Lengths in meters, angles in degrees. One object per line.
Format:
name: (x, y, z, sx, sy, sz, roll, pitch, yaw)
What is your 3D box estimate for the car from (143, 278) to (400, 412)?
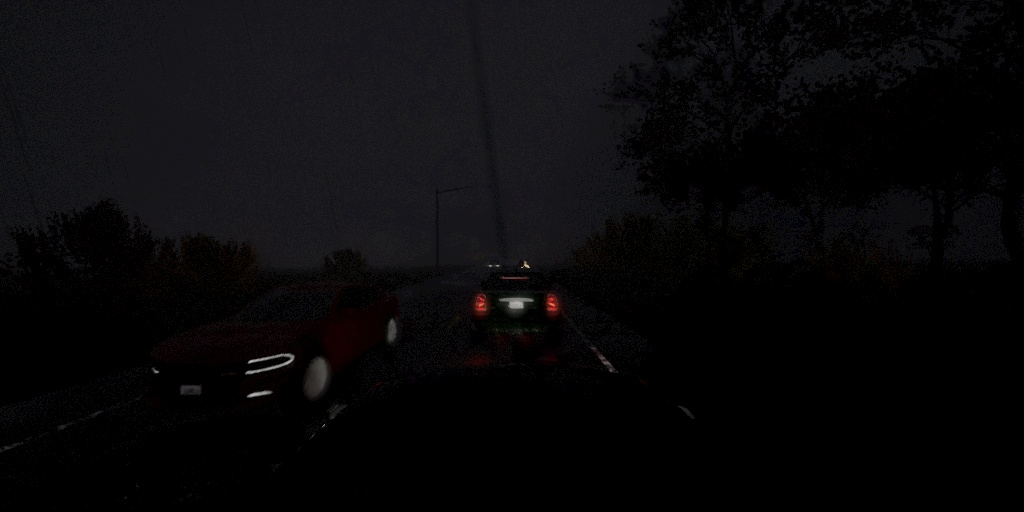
car: (-3.595, 1.226, 6.515, 1.882, 1.535, 5.008, 0, 0, 0)

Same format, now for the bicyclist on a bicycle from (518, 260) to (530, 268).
bicyclist on a bicycle: (0.960, 1.177, 25.791, 0.866, 1.612, 1.509, 0, 0, 1)

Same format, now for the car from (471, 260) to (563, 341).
car: (0.108, 1.099, 9.968, 2.097, 1.767, 4.553, 0, 0, 0)
